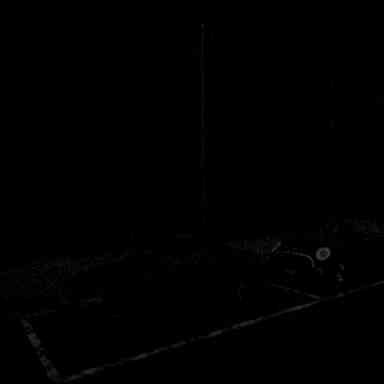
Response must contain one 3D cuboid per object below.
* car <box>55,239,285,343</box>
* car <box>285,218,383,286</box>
[{"bbox_3d":[-0.370,1.612,6.393,4.206,1.307,1.802,1,-1,-35],"label":"car"},{"bbox_3d":[4.112,1.523,9.591,4.097,1.590,1.967,1,-1,-35],"label":"car"}]
